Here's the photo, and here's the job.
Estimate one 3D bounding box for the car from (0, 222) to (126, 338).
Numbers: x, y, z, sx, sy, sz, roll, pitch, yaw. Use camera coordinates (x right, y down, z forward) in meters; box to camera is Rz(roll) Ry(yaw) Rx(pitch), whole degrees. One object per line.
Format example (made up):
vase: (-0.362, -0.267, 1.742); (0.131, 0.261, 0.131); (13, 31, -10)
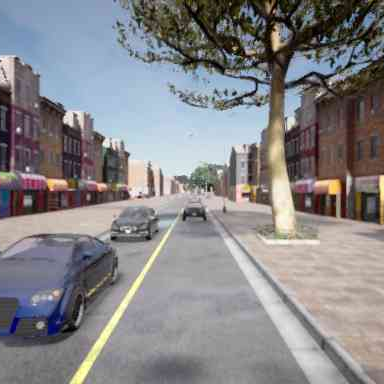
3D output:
car: (-2.811, 1.544, 6.640); (1.994, 1.385, 4.181); (0, 0, 1)

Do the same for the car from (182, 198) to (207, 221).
car: (0.210, 1.470, 26.809); (1.812, 1.442, 4.674); (0, 0, 1)

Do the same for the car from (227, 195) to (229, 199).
car: (12.264, 1.261, 93.715); (5.009, 1.841, 2.192); (1, 0, 0)

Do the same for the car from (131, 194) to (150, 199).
car: (-14.147, 1.241, 93.824); (4.507, 1.381, 1.887); (1, 0, 0)

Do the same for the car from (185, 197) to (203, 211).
car: (0.281, 1.407, 40.403); (2.128, 1.511, 4.902); (0, 0, 1)

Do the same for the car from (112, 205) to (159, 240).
car: (-2.747, 1.464, 16.807); (1.837, 1.490, 4.892); (0, 0, 0)
